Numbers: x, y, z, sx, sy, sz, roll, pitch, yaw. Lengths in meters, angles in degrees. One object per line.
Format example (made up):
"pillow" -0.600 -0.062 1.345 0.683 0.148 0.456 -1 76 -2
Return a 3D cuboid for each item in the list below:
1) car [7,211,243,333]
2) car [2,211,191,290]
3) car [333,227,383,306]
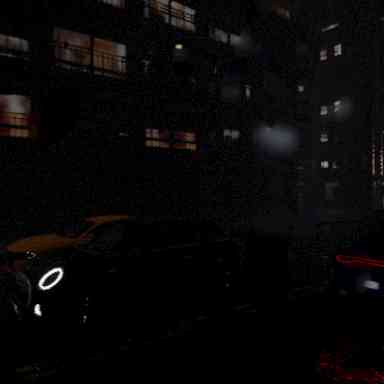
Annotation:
"car" -1.138 1.333 6.911 4.553 1.767 2.097 -1 0 -36
"car" -2.632 1.456 9.838 5.008 1.535 1.882 -1 0 -36
"car" 5.074 1.419 7.163 5.008 1.535 1.882 -1 0 -36
